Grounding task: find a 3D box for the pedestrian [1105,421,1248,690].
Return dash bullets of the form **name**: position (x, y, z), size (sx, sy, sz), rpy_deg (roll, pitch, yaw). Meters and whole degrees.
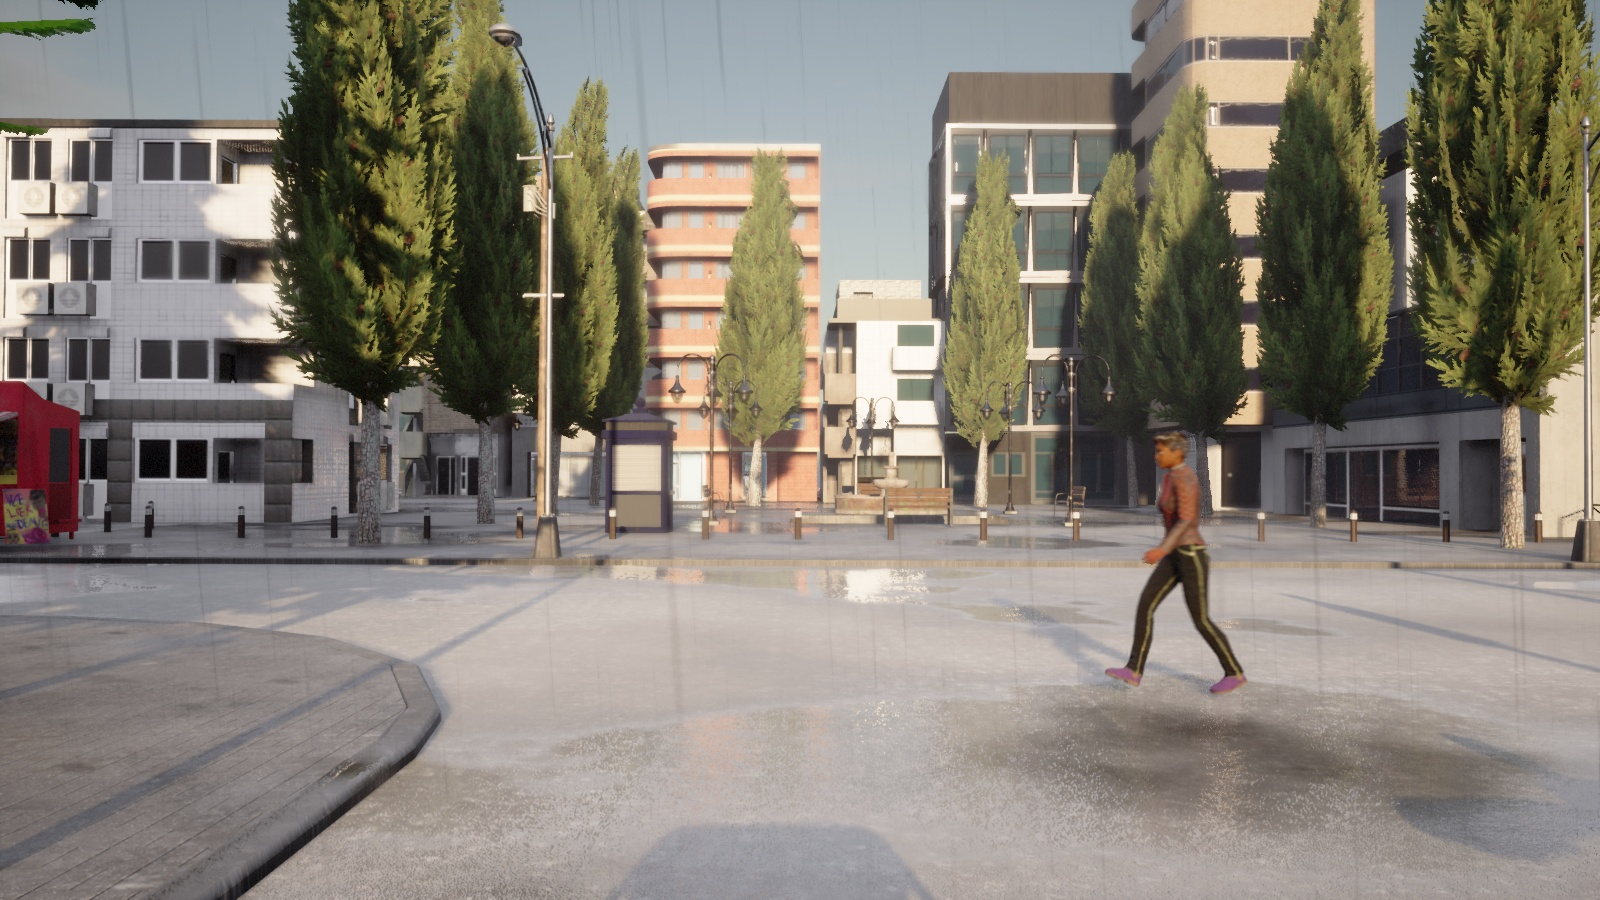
- **pedestrian**: position (2.574, 0.714, 8.623), size (0.869, 1.805, 0.328), rpy_deg (0, -1, 0)
